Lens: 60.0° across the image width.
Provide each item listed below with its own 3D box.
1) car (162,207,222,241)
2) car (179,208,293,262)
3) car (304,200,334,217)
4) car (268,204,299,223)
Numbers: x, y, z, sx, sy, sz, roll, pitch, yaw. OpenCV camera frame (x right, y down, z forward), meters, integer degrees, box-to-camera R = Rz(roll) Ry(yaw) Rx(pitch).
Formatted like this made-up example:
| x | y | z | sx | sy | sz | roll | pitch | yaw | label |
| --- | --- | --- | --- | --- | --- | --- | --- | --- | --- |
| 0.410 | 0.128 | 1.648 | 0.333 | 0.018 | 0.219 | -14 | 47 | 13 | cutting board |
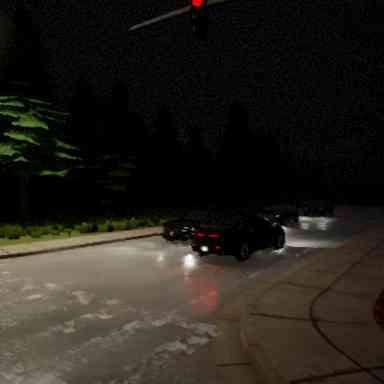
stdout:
| x | y | z | sx | sy | sz | roll | pitch | yaw | label |
| --- | --- | --- | --- | --- | --- | --- | --- | --- | --- |
| 0.574 | 1.563 | 16.697 | 1.882 | 1.535 | 5.008 | 0 | 0 | 36 | car |
| 1.897 | 1.567 | 12.600 | 1.837 | 1.490 | 4.892 | -1 | -1 | 38 | car |
| 12.696 | 1.558 | 33.091 | 1.882 | 1.535 | 5.008 | 0 | 0 | 37 | car |
| 6.489 | 1.609 | 24.699 | 1.812 | 1.442 | 4.674 | 0 | 0 | 36 | car |
